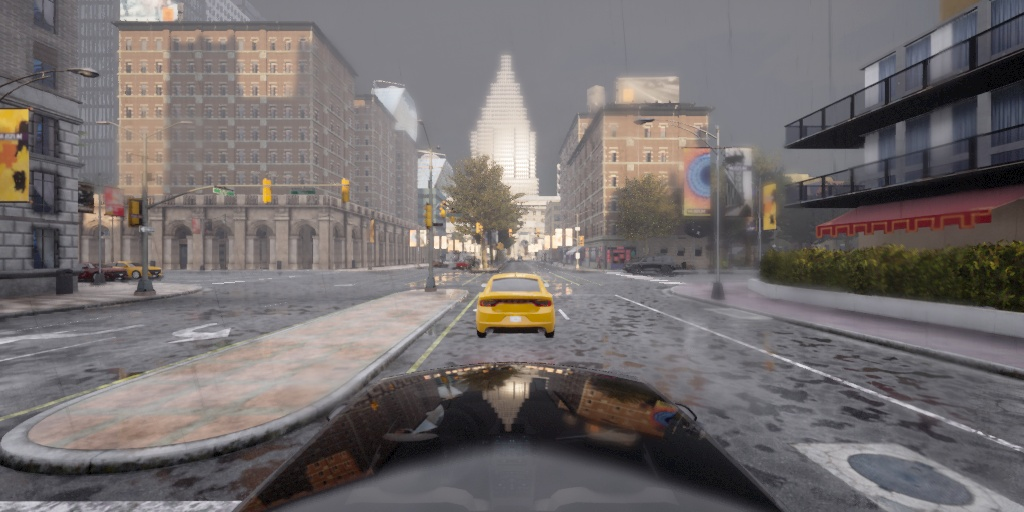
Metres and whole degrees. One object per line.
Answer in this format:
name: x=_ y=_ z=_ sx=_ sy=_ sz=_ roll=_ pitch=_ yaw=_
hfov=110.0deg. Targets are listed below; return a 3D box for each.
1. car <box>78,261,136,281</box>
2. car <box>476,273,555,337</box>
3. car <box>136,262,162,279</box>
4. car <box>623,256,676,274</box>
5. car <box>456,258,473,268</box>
car: x=-33.938 y=1.228 z=28.838 sx=5.008 sy=1.535 sz=1.882 roll=0 pitch=0 yaw=0
car: x=0.094 y=1.228 z=10.331 sx=1.882 sy=1.535 sz=5.008 roll=0 pitch=0 yaw=0
car: x=-34.574 y=1.228 z=32.336 sx=5.008 sy=1.535 sz=1.882 roll=0 pitch=0 yaw=0
car: x=15.202 y=0.972 z=39.713 sx=5.566 sy=2.045 sz=2.150 roll=0 pitch=0 yaw=0
car: x=-7.986 y=1.351 z=59.072 sx=1.895 sy=1.301 sz=4.718 roll=0 pitch=0 yaw=0
